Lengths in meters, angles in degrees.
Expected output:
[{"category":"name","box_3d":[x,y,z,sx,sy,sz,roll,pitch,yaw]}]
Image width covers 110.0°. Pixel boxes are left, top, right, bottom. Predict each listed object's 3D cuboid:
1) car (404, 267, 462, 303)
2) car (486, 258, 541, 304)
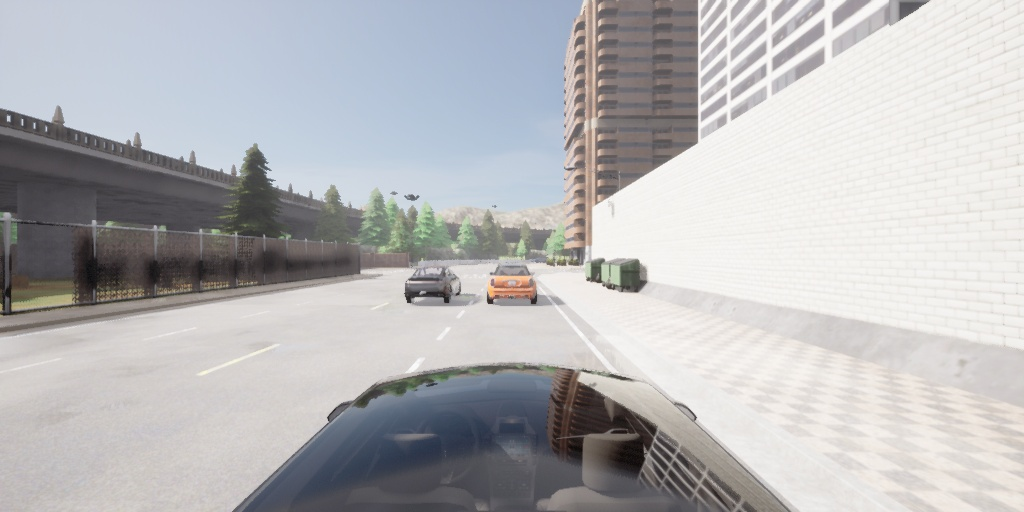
[{"category":"car","box_3d":[-3.500,1.244,16.500,2.128,1.511,4.902,0,0,0]},{"category":"car","box_3d":[0.000,1.115,16.470,2.097,1.767,4.553,0,0,0]}]
